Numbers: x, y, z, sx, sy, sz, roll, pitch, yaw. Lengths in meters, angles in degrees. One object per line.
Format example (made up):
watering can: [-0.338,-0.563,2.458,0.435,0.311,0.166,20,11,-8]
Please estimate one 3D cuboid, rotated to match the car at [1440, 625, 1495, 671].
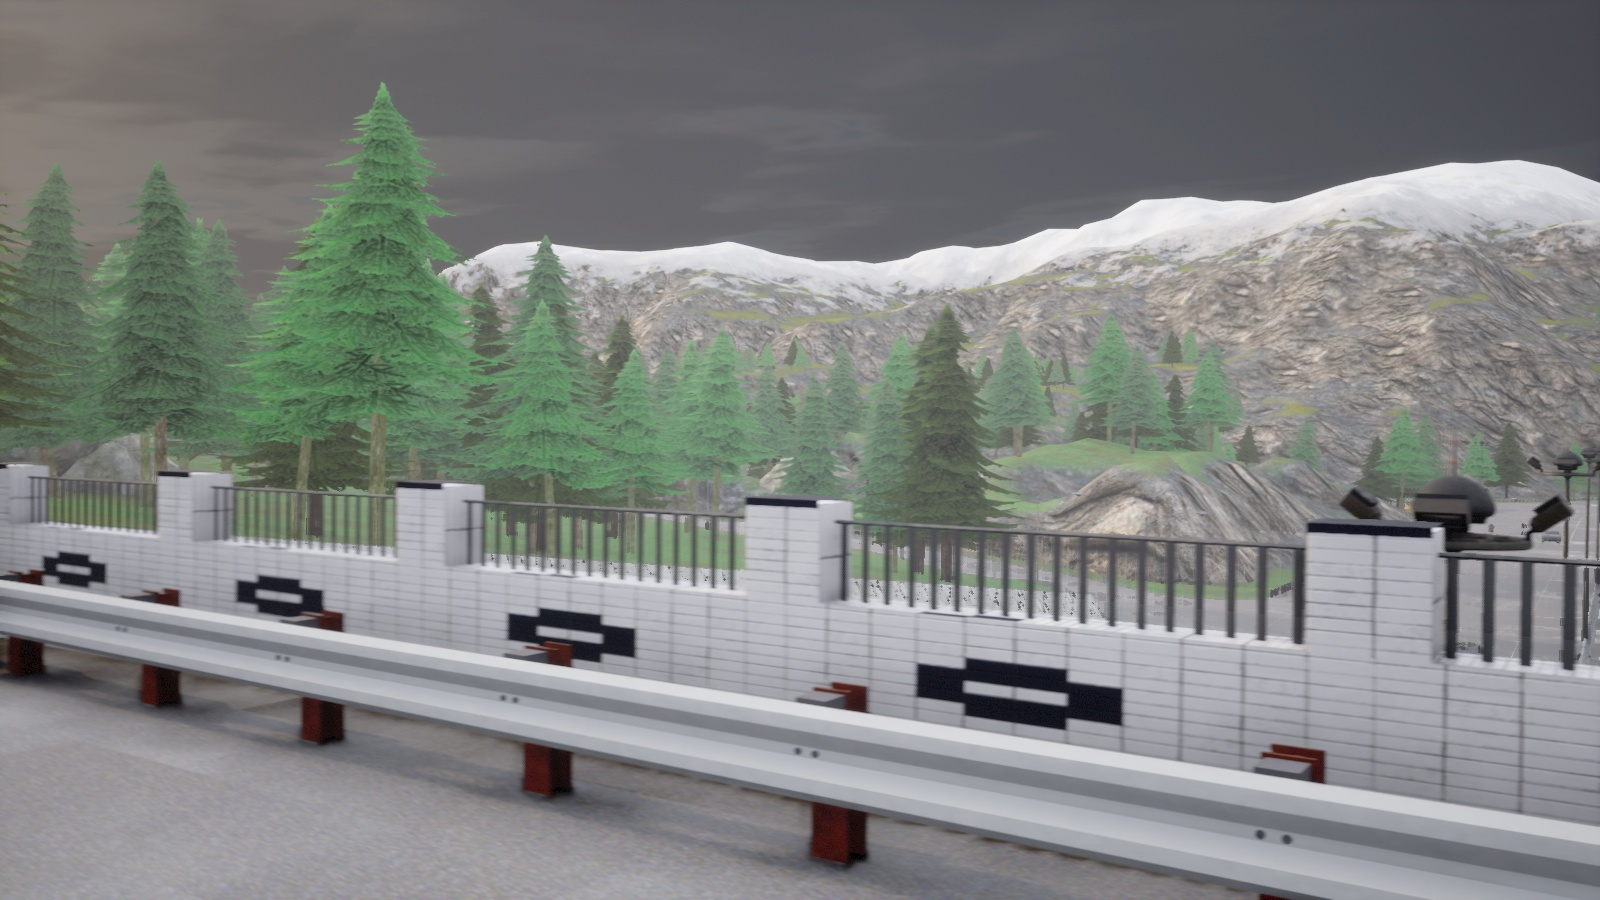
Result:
car: [35.271,10.408,66.298,2.163,1.488,4.792,0,1,33]
